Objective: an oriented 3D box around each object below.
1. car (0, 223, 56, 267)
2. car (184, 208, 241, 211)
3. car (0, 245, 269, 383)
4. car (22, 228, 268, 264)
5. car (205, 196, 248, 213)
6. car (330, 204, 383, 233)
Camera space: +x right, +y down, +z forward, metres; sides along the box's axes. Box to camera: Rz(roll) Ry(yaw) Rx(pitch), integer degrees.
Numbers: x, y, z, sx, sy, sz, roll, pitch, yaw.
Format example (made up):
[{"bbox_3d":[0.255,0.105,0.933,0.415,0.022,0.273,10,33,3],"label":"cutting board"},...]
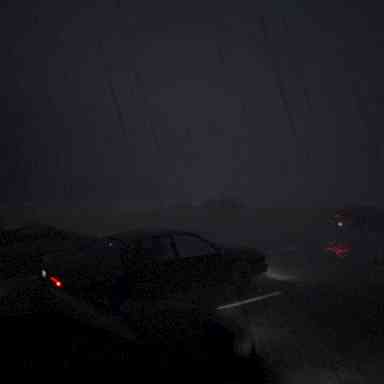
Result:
[{"bbox_3d":[-4.264,1.563,9.305,4.181,1.385,1.994,0,0,-36],"label":"car"},{"bbox_3d":[1.674,1.345,26.688,4.553,1.767,2.097,0,0,-35],"label":"car"},{"bbox_3d":[-1.464,1.525,2.702,4.674,1.442,1.812,0,0,-36],"label":"car"},{"bbox_3d":[-0.674,1.546,7.566,5.357,1.411,2.033,0,0,-35],"label":"car"},{"bbox_3d":[3.872,1.341,36.854,4.553,1.767,2.097,0,0,-35],"label":"car"},{"bbox_3d":[10.040,1.496,19.514,4.892,1.490,1.837,0,0,-36],"label":"car"}]
